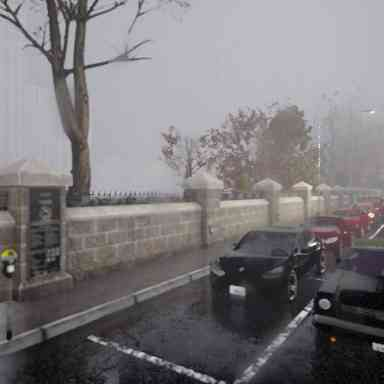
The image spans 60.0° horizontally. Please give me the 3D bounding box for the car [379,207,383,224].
[{"bbox_3d":[11.089,1.547,17.006,2.033,1.411,5.357,0,0,34],"label":"car"}]

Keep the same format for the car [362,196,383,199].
[{"bbox_3d":[14.575,1.328,27.100,2.192,1.841,5.009,0,0,34],"label":"car"}]

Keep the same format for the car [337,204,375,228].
[{"bbox_3d":[8.338,1.545,17.726,1.887,1.381,4.507,0,0,34],"label":"car"}]

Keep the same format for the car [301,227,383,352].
[{"bbox_3d":[3.575,1.600,5.889,1.895,1.301,4.718,0,0,33],"label":"car"}]

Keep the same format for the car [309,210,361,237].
[{"bbox_3d":[5.220,1.581,13.040,1.802,1.307,4.206,0,0,34],"label":"car"}]

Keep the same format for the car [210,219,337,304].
[{"bbox_3d":[2.101,1.566,8.352,1.947,1.339,4.313,0,0,34],"label":"car"}]

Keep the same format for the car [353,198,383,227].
[{"bbox_3d":[11.456,1.446,22.411,1.967,1.590,4.097,0,0,34],"label":"car"}]
